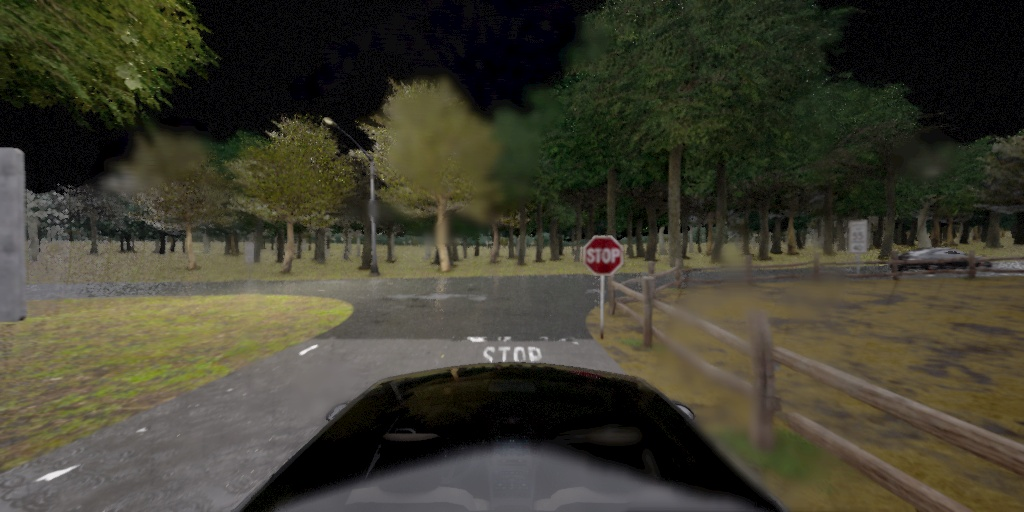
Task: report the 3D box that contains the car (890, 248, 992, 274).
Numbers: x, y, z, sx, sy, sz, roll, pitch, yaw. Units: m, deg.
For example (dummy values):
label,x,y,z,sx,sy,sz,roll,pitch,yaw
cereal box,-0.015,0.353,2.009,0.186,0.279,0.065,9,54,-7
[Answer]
label,x,y,z,sx,sy,sz,roll,pitch,yaw
car,25.318,0.234,21.283,4.674,1.442,1.812,-2,1,1
